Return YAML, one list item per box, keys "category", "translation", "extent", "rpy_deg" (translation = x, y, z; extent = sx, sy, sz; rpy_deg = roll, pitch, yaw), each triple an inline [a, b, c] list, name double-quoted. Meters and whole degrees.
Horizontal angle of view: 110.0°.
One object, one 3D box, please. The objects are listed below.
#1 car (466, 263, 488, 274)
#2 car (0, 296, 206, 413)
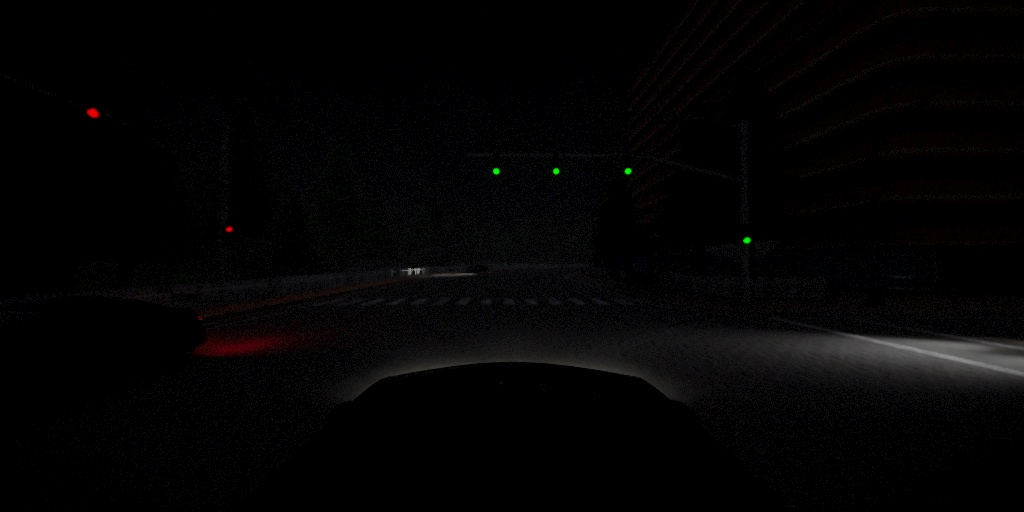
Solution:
- category: "car"
  translation: [-5.124, 1.872, 53.111]
  extent: [2.128, 1.511, 4.902]
  rpy_deg: [-1, 0, 20]
- category: "car"
  translation: [-6.906, 1.360, 5.144]
  extent: [1.812, 1.442, 4.674]
  rpy_deg: [0, 0, 0]
